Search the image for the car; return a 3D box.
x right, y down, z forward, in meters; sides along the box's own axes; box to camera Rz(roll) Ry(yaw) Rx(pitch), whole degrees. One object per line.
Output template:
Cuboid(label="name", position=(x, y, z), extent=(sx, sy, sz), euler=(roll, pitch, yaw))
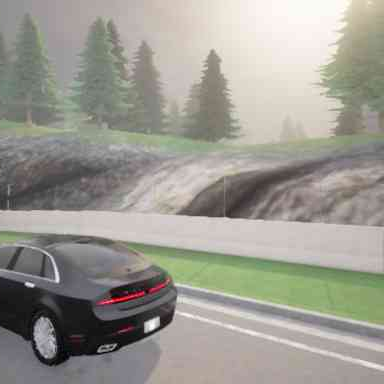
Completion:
Cuboid(label="car", position=(-2.496, 1.507, 5.834), extent=(4.892, 1.490, 1.837), euler=(0, 0, 36))
